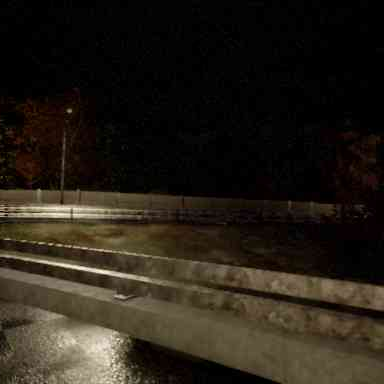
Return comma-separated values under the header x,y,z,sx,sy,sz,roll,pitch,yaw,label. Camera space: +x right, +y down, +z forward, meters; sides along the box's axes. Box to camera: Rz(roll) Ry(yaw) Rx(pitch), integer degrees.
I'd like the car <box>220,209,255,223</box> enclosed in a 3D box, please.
x,y,z,sx,sy,sz,roll,pitch,yaw,label
5.708,2.965,41.954,4.553,1.767,2.097,3,-2,-23,car
